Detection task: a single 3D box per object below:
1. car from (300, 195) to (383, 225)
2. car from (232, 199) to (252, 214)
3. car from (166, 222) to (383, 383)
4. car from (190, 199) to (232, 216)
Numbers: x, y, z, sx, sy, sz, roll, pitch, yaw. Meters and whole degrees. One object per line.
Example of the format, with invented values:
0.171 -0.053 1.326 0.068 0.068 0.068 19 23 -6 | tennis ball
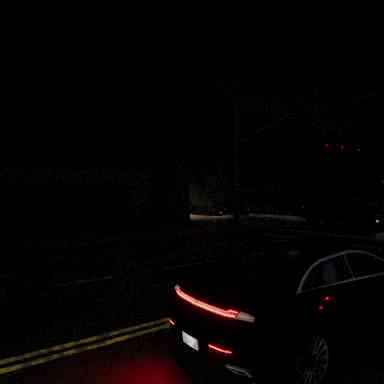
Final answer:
9.833 1.218 21.690 2.150 2.045 5.566 0 1 -38 | car
4.115 1.492 34.998 2.128 1.511 4.902 0 0 -37 | car
1.954 1.492 5.223 4.902 1.511 2.128 0 0 -35 | car
1.118 1.547 33.158 2.033 1.411 5.357 0 0 -37 | car
